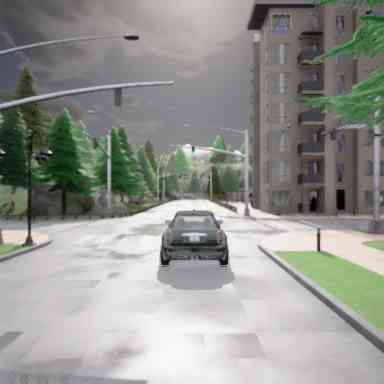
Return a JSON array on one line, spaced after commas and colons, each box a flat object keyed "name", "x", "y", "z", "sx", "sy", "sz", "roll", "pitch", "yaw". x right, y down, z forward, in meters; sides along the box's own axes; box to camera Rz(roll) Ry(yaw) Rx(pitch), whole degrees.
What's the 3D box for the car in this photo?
[{"name": "car", "x": 0.074, "y": 1.404, "z": 11.916, "sx": 2.097, "sy": 1.767, "sz": 4.553, "roll": 0, "pitch": 0, "yaw": 0}]
